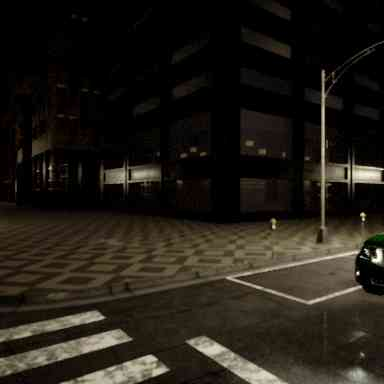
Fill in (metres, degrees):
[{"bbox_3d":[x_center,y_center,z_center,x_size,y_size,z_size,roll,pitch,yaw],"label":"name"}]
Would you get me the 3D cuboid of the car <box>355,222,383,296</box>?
[{"bbox_3d":[6.069,1.256,7.677,5.566,2.045,2.150,0,0,-35],"label":"car"}]
